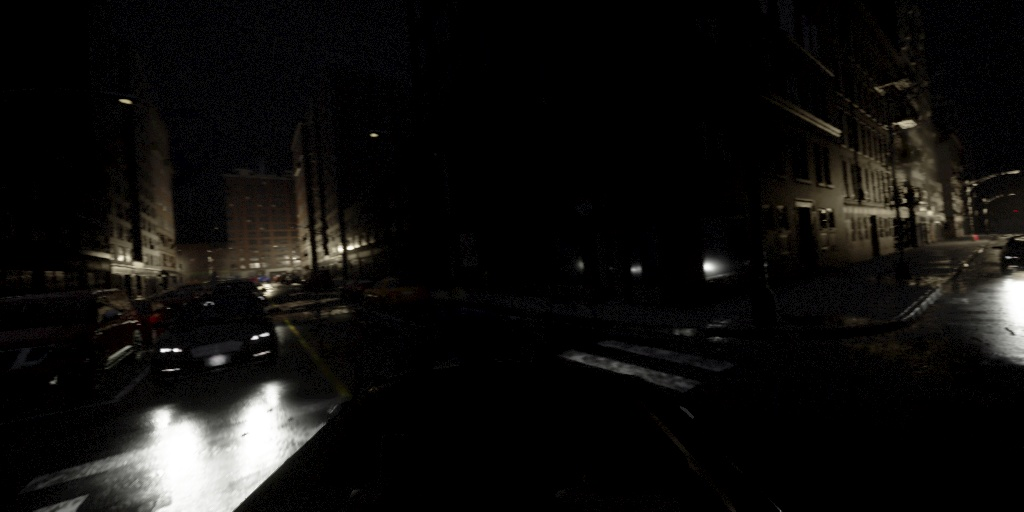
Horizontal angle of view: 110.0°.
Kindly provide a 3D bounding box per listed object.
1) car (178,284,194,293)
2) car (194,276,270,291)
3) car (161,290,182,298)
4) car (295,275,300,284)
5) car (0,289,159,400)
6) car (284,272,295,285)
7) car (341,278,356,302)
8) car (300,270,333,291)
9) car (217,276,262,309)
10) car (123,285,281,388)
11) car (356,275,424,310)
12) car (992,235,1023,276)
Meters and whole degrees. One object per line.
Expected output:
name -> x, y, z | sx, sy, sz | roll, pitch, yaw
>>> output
car -> -18.874, 2.574, 20.444 | 1.888, 1.381, 4.507 | 0, 0, -36
car -> -11.913, 1.884, 15.508 | 2.097, 1.767, 4.553 | -4, 0, -36
car -> -12.403, 2.121, 11.605 | 1.888, 1.381, 4.507 | 0, 0, -36
car -> -21.720, 2.772, 38.742 | 2.007, 1.370, 4.403 | 0, 0, -36
car -> -9.168, 1.668, 7.186 | 2.192, 1.841, 5.009 | 0, 0, -36
car -> -31.524, 3.458, 52.137 | 1.751, 1.417, 4.829 | 0, 0, -36
car -> -8.779, 1.881, 21.062 | 1.802, 1.307, 4.207 | 0, 0, -36
car -> -18.485, 2.303, 34.322 | 2.192, 1.841, 5.009 | 0, 0, -36
car -> -18.040, 2.314, 23.892 | 2.097, 1.767, 4.553 | -4, 0, -36
car -> -6.590, 1.656, 8.239 | 2.128, 1.511, 4.902 | -4, 0, -36
car -> -5.644, 1.600, 16.780 | 1.751, 1.417, 4.829 | 0, 0, -36
car -> 20.405, -0.107, 13.875 | 4.902, 1.511, 2.128 | -4, -1, -36
